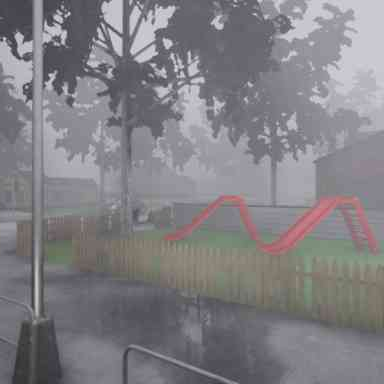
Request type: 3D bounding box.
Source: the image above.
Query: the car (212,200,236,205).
[{"bbox_3d":[4.599,1.464,46.358,2.128,1.511,4.902,0,0,36],"label":"car"}]

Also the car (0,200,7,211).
[{"bbox_3d":[-20.483,1.257,33.560,4.181,1.381,1.994,0,0,35],"label":"car"}]

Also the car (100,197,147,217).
[{"bbox_3d":[-6.350,1.324,31.017,2.097,1.767,4.553,0,0,35],"label":"car"}]
